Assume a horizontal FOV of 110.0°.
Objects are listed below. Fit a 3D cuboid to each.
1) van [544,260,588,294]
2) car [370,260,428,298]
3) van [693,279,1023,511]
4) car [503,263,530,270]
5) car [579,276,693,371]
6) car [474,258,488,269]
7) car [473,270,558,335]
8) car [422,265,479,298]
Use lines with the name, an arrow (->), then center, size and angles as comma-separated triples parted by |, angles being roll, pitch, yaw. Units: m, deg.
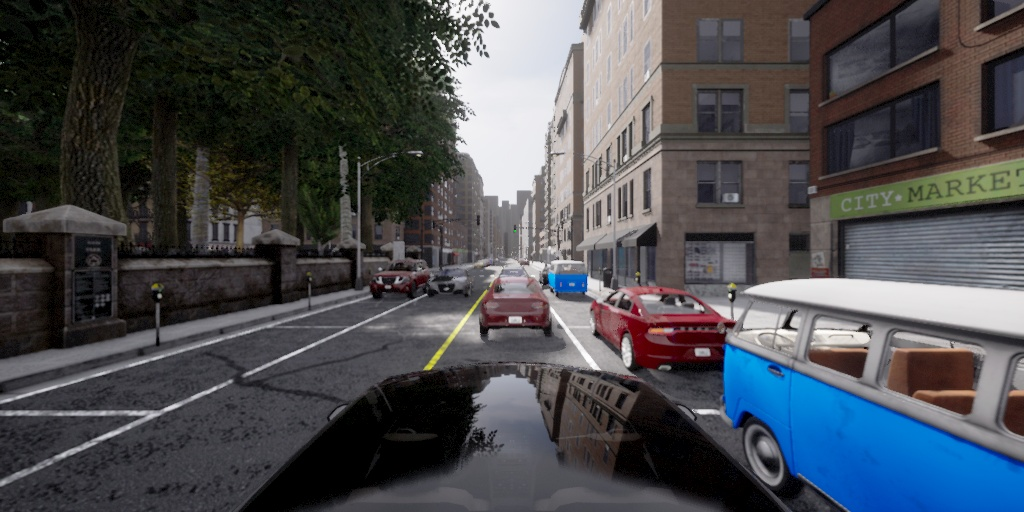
van -> 2.856, 1.138, 18.919 | 1.690, 1.789, 3.998 | 0, 0, 0
car -> -5.669, 1.112, 18.878 | 2.192, 1.841, 5.009 | 0, 0, 0
van -> 2.856, 1.091, 1.937 | 1.690, 1.789, 3.998 | 0, 0, 0
car -> 0.100, 1.350, 20.857 | 2.033, 1.411, 5.357 | 0, 0, 0
car -> 2.856, 1.312, 7.598 | 1.888, 1.381, 4.507 | 0, 0, 0
car -> -5.670, 1.415, 62.397 | 1.751, 1.417, 4.829 | 0, 0, 0
car -> 0.098, 1.301, 10.522 | 1.812, 1.442, 4.674 | 0, 0, 1
car -> -3.080, 1.361, 18.863 | 1.994, 1.385, 4.181 | 0, 0, 0
